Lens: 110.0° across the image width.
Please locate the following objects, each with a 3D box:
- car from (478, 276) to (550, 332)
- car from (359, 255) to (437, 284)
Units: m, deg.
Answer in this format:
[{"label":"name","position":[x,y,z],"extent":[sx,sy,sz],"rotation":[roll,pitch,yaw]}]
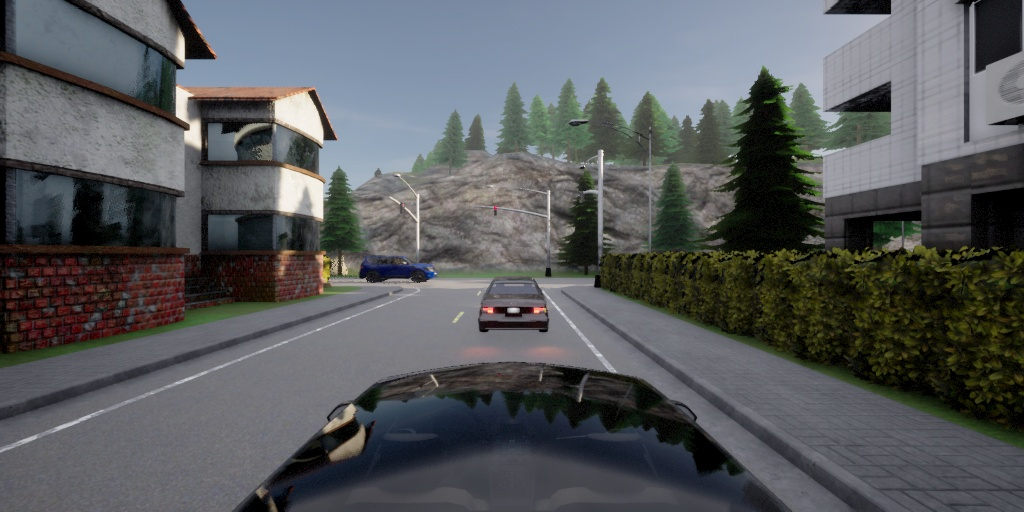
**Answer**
[{"label":"car","position":[0.055,1.297,10.768],"extent":[2.033,1.411,5.357],"rotation":[0,0,1]},{"label":"car","position":[-8.517,0.974,26.857],"extent":[5.566,2.045,2.150],"rotation":[0,0,1]}]
